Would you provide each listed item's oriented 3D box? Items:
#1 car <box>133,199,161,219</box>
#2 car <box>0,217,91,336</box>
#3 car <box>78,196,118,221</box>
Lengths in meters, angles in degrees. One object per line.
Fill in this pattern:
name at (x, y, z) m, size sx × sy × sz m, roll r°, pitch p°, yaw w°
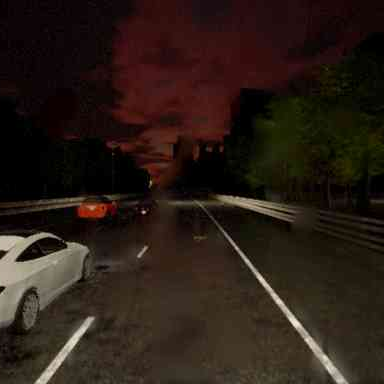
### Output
car at (-3.582, 1.319, 26.797) m, size 1.812 × 1.442 × 4.674 m, roll 0°, pitch 0°, yaw -1°
car at (-3.416, 1.475, 6.448) m, size 1.812 × 1.442 × 4.674 m, roll 0°, pitch 0°, yaw 0°
car at (-7.054, 1.156, 25.454) m, size 2.097 × 1.767 × 4.553 m, roll 0°, pitch 0°, yaw -1°
